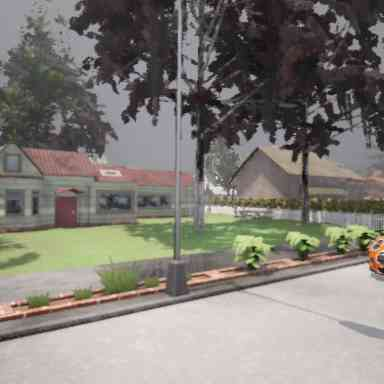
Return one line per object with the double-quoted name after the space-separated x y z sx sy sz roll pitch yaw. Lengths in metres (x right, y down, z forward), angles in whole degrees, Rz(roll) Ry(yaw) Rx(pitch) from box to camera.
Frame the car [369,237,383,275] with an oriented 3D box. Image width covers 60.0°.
7.137 1.502 9.649 4.553 1.767 2.097 1 0 -35 "car"
